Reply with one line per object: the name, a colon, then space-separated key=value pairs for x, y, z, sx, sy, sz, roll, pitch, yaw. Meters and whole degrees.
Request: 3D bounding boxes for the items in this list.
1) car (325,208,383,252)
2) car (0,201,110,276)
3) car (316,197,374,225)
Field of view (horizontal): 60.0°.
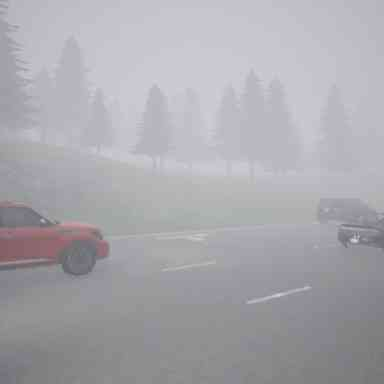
car: x=8.003 y=1.612 z=13.759 sx=4.902 sy=1.511 sz=2.128 roll=0 pitch=0 yaw=-36
car: x=-5.043 y=1.230 z=8.749 sx=5.566 sy=2.045 sz=2.150 roll=0 pitch=0 yaw=-36
car: x=11.627 y=1.420 z=24.956 sx=5.566 sy=2.045 sz=2.150 roll=0 pitch=0 yaw=-35
